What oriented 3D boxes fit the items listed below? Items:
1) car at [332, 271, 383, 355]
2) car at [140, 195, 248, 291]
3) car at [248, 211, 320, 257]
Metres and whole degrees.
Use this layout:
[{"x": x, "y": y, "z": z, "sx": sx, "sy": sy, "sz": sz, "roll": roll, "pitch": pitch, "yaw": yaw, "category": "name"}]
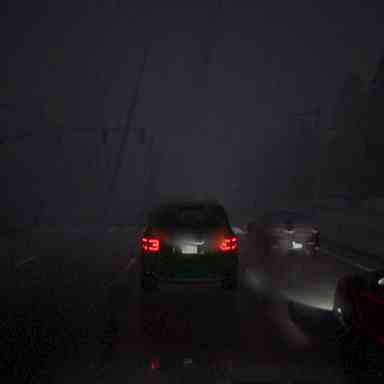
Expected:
[{"x": 3.425, "y": 1.563, "z": 4.043, "sx": 1.994, "sy": 1.385, "sz": 4.181, "roll": 0, "pitch": 0, "yaw": -1, "category": "car"}, {"x": -0.098, "y": 1.220, "z": 9.194, "sx": 2.150, "sy": 2.045, "sz": 5.566, "roll": 0, "pitch": 0, "yaw": -1, "category": "car"}, {"x": 3.336, "y": 1.489, "z": 12.951, "sx": 2.128, "sy": 1.511, "sz": 4.902, "roll": 0, "pitch": 0, "yaw": 0, "category": "car"}]
